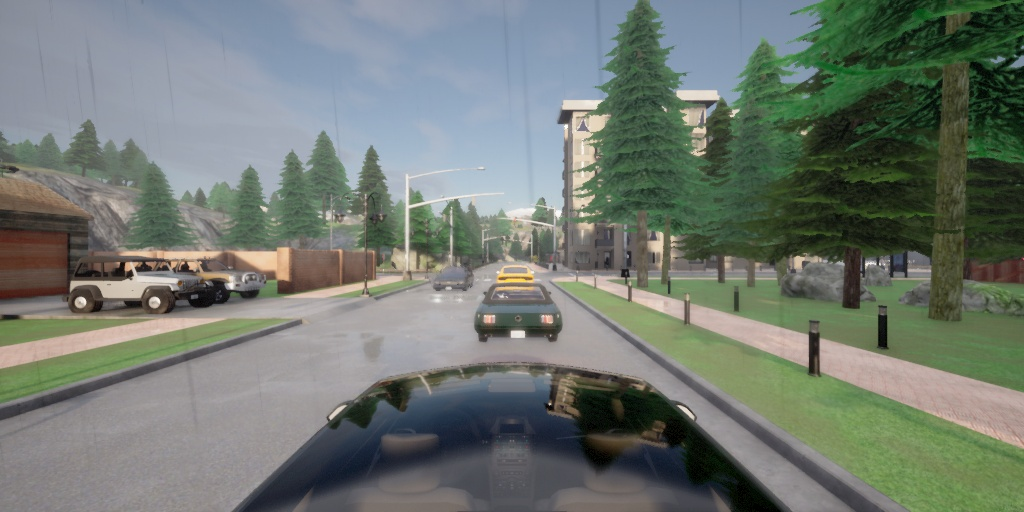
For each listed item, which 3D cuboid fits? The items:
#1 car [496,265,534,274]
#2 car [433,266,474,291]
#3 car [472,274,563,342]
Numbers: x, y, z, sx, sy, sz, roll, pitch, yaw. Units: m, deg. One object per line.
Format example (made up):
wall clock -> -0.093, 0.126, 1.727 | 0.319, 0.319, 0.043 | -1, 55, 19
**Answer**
car -> 0.176, 1.228, 19.050 | 1.882, 1.535, 5.008 | 0, 0, 0
car -> -3.410, 1.350, 22.025 | 2.033, 1.411, 5.357 | 0, 0, 0
car -> 0.146, 1.351, 9.711 | 1.895, 1.301, 4.718 | 0, 0, 0
